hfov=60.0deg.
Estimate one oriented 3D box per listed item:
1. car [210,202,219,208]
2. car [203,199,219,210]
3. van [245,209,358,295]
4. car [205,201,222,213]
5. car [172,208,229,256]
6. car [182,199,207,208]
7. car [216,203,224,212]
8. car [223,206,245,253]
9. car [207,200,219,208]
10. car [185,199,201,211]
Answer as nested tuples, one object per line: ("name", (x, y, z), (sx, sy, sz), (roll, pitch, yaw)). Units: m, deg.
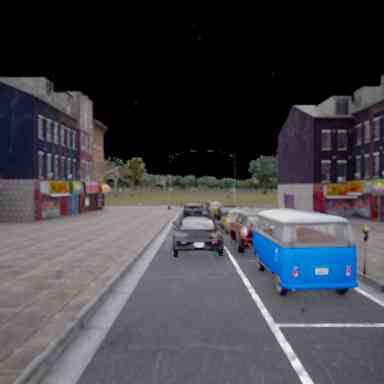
("car", (2.655, 1.696, 25.182), (1.947, 1.339, 4.313), (-1, 0, 0))
("car", (2.686, 1.796, 47.312), (2.008, 1.369, 4.403), (-1, 0, 0))
("van", (2.626, 1.386, 8.586), (1.690, 1.788, 3.998), (-1, 0, 0))
("car", (2.679, 1.799, 41.780), (1.802, 1.307, 4.206), (-1, 0, 0))
("car", (0.184, 1.594, 13.318), (1.812, 1.442, 4.674), (0, 0, -1))
("car", (0.141, 1.667, 31.472), (1.837, 1.490, 4.892), (0, -1, 0))
("car", (2.646, 1.627, 19.820), (1.752, 1.417, 4.829), (-1, 0, 0))
("car", (2.636, 1.513, 14.118), (1.967, 1.590, 4.097), (-1, 0, 0))
("car", (2.670, 1.714, 36.417), (1.752, 1.417, 4.829), (-1, 0, 0))
("car", (0.164, 1.729, 45.747), (2.128, 1.511, 4.902), (0, 0, 0))
